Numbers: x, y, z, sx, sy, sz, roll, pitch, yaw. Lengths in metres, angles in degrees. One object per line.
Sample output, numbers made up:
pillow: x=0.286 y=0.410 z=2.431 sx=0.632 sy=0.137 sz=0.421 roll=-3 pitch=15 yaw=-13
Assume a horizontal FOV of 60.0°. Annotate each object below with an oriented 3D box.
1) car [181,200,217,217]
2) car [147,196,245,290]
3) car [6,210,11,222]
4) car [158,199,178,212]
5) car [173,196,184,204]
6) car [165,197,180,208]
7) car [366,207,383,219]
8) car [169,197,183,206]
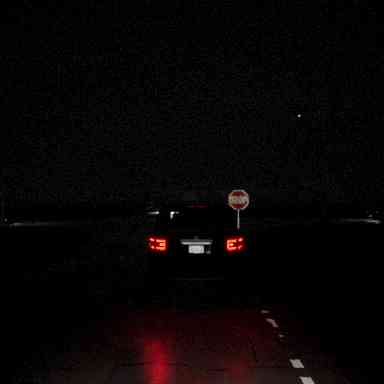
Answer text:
car: x=0.643 y=1.581 z=32.603 sx=1.994 sy=1.385 sz=4.181 roll=0 pitch=0 yaw=-23
car: x=0.098 y=1.225 z=9.238 sx=2.150 sy=2.045 sz=5.566 roll=0 pitch=0 yaw=0
car: x=-15.424 y=1.424 z=23.602 sx=4.553 sy=1.767 sz=2.097 roll=0 pitch=-1 yaw=-2
car: x=-2.839 y=1.590 z=40.091 sx=1.994 sy=1.385 sz=4.181 roll=0 pitch=0 yaw=0
car: x=-2.761 y=1.599 z=69.177 sx=2.033 sy=1.411 sz=5.357 roll=0 pitch=0 yaw=0
car: x=-2.835 y=1.513 z=48.923 sx=1.882 sy=1.535 sz=5.008 roll=0 pitch=0 yaw=0
car: x=16.957 y=1.533 z=26.657 sx=5.357 sy=1.411 sz=2.033 roll=0 pitch=-1 yaw=0
car: x=-2.788 y=1.592 z=58.686 sx=2.033 sy=1.411 sz=5.357 roll=0 pitch=0 yaw=1
